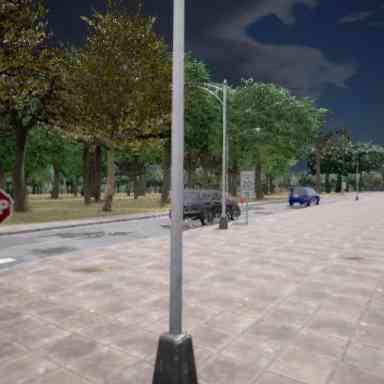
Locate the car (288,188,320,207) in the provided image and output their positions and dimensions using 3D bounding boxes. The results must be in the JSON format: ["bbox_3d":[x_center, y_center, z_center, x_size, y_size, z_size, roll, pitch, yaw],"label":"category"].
[{"bbox_3d":[12.456,0.522,36.789,2.150,2.045,5.566,1,2,35],"label":"car"}]

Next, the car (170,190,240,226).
[{"bbox_3d":[0.928,0.876,20.634,2.150,2.045,5.566,1,2,35],"label":"car"}]
